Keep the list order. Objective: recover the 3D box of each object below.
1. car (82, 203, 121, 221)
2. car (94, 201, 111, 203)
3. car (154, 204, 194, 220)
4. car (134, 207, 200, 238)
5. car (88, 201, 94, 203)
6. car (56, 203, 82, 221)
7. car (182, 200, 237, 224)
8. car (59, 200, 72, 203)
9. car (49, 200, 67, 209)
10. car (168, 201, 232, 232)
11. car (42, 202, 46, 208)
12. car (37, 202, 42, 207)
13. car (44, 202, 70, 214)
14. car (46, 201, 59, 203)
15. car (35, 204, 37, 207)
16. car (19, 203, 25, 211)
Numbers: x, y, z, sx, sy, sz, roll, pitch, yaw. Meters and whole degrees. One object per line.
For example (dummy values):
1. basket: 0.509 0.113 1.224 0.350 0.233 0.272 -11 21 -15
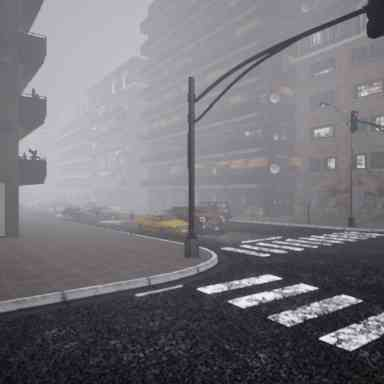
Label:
1. car: -9.273 2.140 34.578 2.033 1.411 5.357 0 -1 -36
2. car: -12.441 2.285 49.540 1.801 1.575 5.366 0 -1 -36
3. car: -1.894 2.040 34.199 1.887 1.381 4.507 -1 0 -36
4. car: -1.837 1.830 19.942 1.752 1.417 4.829 -1 0 -36
5. car: -16.463 2.302 55.000 2.097 1.767 4.553 0 -1 -36
6. car: -11.940 2.161 33.814 1.887 1.381 4.507 -1 0 -36
7. car: 1.434 1.708 29.622 2.192 1.841 5.009 -1 0 -36
8. car: -19.605 2.526 54.198 2.033 1.411 5.357 0 -1 -36
9. car: -28.573 2.619 70.824 2.192 1.841 5.009 -1 0 -36
10. car: 0.150 1.655 21.643 2.097 1.767 4.553 0 -1 -36
11. car: -31.901 2.968 75.402 1.947 1.339 4.313 -1 0 -36
12. car: -35.236 3.045 79.980 1.887 1.381 4.507 -1 0 -36
13. car: -20.016 2.565 49.496 1.895 1.301 4.718 0 -1 -36
14. car: -25.284 2.751 61.995 1.895 1.301 4.718 0 -1 -36
15. car: -38.565 3.163 84.561 1.947 1.339 4.313 -1 0 -36
16. car: -31.945 2.767 61.284 1.887 1.381 4.507 -1 0 -36
